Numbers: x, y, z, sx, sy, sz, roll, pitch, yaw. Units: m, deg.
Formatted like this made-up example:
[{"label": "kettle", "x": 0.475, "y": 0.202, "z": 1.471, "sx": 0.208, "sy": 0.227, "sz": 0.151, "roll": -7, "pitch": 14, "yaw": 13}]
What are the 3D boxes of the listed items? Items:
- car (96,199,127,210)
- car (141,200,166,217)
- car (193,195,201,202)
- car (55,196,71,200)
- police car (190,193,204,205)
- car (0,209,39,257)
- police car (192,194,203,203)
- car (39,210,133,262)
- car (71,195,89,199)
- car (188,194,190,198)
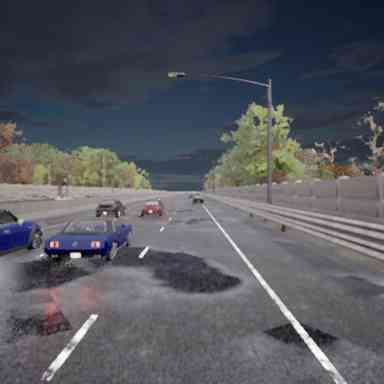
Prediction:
[{"label": "car", "x": -6.906, "y": 1.411, "z": 28.790, "sx": 1.837, "sy": 1.490, "sz": 4.892, "roll": 0, "pitch": 0, "yaw": 0}, {"label": "car", "x": -3.418, "y": 1.429, "z": 29.754, "sx": 1.812, "sy": 1.442, "sz": 4.674, "roll": 0, "pitch": 0, "yaw": 0}, {"label": "car", "x": 1.039, "y": 1.302, "z": 71.248, "sx": 1.812, "sy": 1.442, "sz": 4.674, "roll": 0, "pitch": 0, "yaw": 0}, {"label": "car", "x": -24.510, "y": 1.390, "z": 63.917, "sx": 1.895, "sy": 1.301, "sz": 4.718, "roll": 0, "pitch": 0, "yaw": 0}, {"label": "police car", "x": 1.041, "y": 1.249, "z": 55.357, "sx": 1.930, "sy": 1.638, "sz": 5.238, "roll": 0, "pitch": 0, "yaw": 0}, {"label": "car", "x": -6.901, "y": 1.315, "z": 11.158, "sx": 2.097, "sy": 1.767, "sz": 4.553, "roll": 0, "pitch": 0, "yaw": 0}, {"label": "police car", "x": 1.040, "y": 1.219, "z": 65.357, "sx": 1.930, "sy": 1.638, "sz": 5.238, "roll": 0, "pitch": 0, "yaw": 0}, {"label": "car", "x": -3.401, "y": 1.561, "z": 11.960, "sx": 1.895, "sy": 1.301, "sz": 4.718, "roll": 0, "pitch": 0, "yaw": 0}, {"label": "car", "x": -21.013, "y": 1.321, "z": 63.685, "sx": 1.812, "sy": 1.442, "sz": 4.674, "roll": 0, "pitch": 0, "yaw": 0}, {"label": "car", "x": -0.014, "y": 1.157, "z": 90.122, "sx": 1.837, "sy": 1.490, "sz": 4.892, "roll": 0, "pitch": 0, "yaw": 0}]
